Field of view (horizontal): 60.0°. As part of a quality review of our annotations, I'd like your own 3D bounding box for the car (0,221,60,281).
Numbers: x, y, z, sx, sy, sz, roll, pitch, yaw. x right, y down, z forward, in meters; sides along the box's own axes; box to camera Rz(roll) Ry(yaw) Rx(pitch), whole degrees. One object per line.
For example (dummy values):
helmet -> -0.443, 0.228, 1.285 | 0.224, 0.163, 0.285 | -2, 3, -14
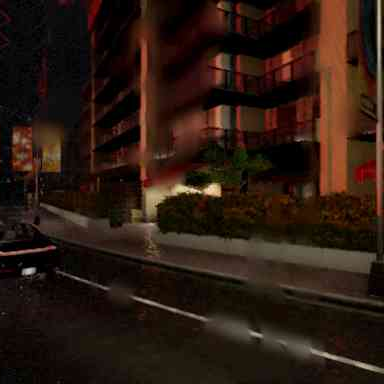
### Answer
car -> -5.341, 1.546, 9.050 | 4.902, 1.511, 2.128 | 0, 0, 44
